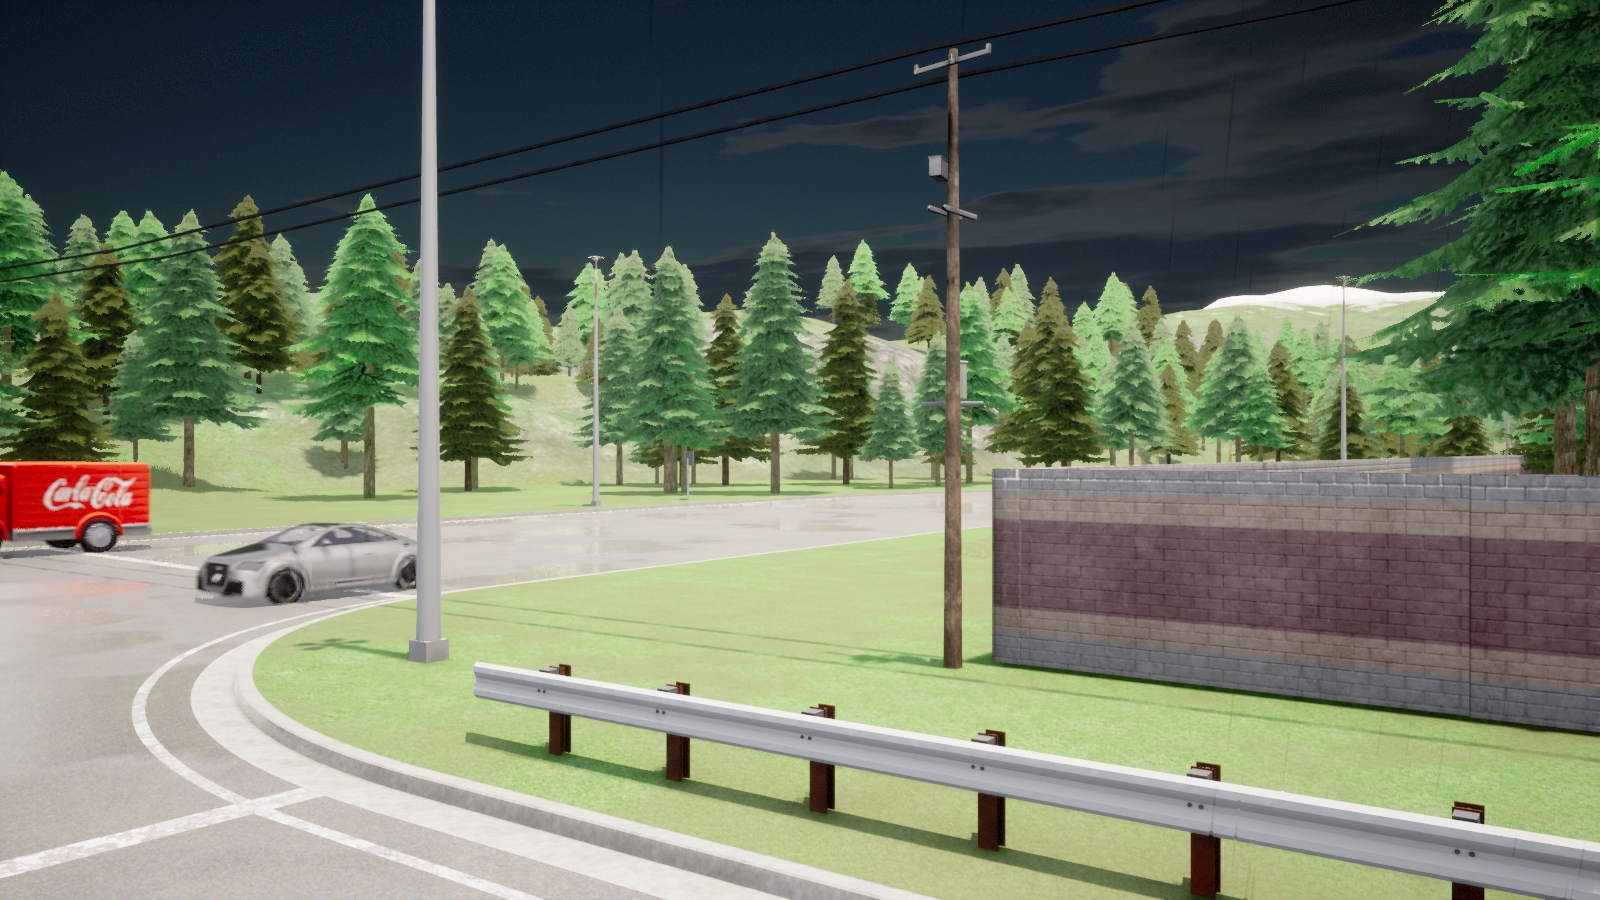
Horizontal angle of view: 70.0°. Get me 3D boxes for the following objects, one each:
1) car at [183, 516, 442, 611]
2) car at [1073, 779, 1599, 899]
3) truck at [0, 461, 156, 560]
[{"bbox_3d":[-9.323,2.105,22.152,1.994,1.385,4.181,0,0,35],"label":"car"},{"bbox_3d":[3.010,1.982,1.681,5.238,1.638,2.097,0,0,35],"label":"car"},{"bbox_3d":[-20.558,1.548,30.511,2.627,2.467,5.204,0,0,35],"label":"truck"}]
